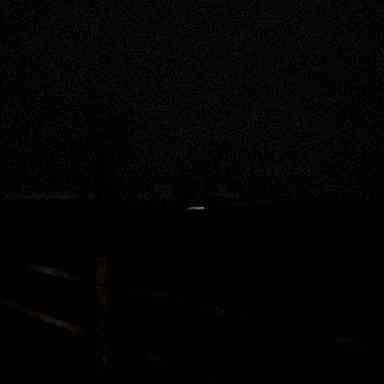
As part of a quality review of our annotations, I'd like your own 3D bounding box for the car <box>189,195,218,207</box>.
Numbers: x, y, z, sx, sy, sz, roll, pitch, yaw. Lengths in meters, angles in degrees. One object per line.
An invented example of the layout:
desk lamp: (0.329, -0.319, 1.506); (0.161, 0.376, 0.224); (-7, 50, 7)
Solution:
car: (1.612, 1.136, 43.274); (1.837, 1.490, 4.892); (-1, 0, 35)
